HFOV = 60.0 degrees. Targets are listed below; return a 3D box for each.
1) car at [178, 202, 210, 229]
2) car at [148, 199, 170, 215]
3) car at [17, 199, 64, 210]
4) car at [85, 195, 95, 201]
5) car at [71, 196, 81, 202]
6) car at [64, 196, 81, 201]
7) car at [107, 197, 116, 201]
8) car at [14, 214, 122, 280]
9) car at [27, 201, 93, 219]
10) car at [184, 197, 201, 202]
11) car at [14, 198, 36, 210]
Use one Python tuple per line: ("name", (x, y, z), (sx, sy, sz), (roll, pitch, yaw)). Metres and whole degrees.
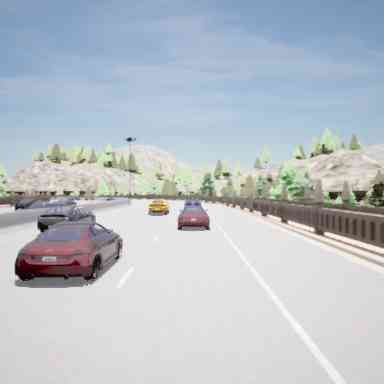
("car", (0.102, 1.576, 21.483), (1.994, 1.385, 4.181), (0, 0, 0))
("car", (-3.398, 1.517, 34.910), (1.882, 1.535, 5.008), (0, 0, 0))
("car", (-14.089, 1.596, 31.228), (1.994, 1.385, 4.181), (0, 0, 0))
("car", (-26.418, 1.444, 85.944), (2.097, 1.767, 4.553), (0, 0, -24))
("car", (-29.367, 1.681, 83.995), (1.994, 1.385, 4.181), (0, 0, -24))
("car", (-17.601, 1.619, 45.785), (2.033, 1.411, 5.357), (0, 0, 0))
("car", (-17.340, 1.789, 71.818), (1.895, 1.301, 4.718), (0, 0, -15))
("car", (-3.398, 1.565, 9.929), (1.994, 1.385, 4.181), (0, 0, 0))
("car", (-6.899, 1.502, 18.736), (2.128, 1.511, 4.902), (0, 0, 0))
("car", (0.101, 1.411, 42.162), (2.097, 1.767, 4.553), (0, 0, 0))
("car", (-21.110, 1.542, 43.223), (1.882, 1.535, 5.008), (0, 0, 0))
